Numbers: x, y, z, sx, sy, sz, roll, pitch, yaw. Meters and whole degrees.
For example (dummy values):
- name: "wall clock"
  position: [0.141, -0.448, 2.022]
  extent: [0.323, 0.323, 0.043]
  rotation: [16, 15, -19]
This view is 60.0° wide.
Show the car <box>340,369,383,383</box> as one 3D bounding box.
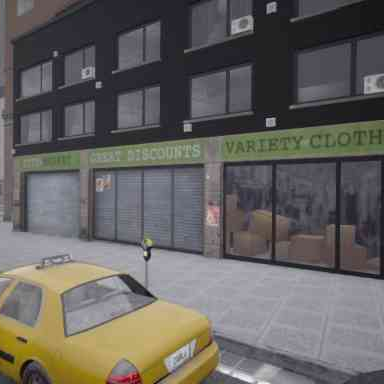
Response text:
- name: "car"
  position: [2.701, 1.551, 1.167]
  extent: [4.403, 1.369, 2.008]
  rotation: [0, 1, 35]

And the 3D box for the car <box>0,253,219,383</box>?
- name: "car"
  position: [-1.990, 1.524, 4.502]
  extent: [4.829, 1.417, 1.752]
  rotation: [0, 1, 35]
